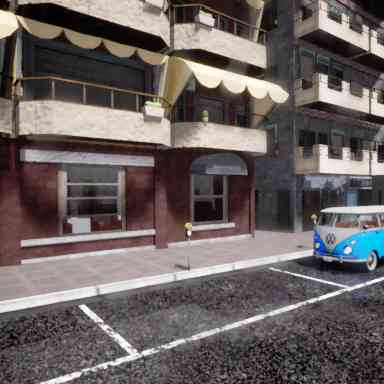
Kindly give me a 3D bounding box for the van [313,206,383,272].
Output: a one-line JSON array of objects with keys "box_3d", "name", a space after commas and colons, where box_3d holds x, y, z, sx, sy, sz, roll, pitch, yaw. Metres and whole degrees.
[{"box_3d": [5.493, 1.341, 10.486, 3.998, 1.788, 1.690, 0, 0, -35], "name": "van"}]
